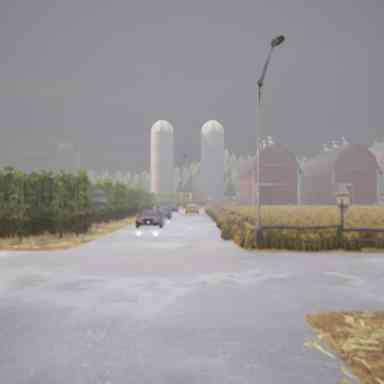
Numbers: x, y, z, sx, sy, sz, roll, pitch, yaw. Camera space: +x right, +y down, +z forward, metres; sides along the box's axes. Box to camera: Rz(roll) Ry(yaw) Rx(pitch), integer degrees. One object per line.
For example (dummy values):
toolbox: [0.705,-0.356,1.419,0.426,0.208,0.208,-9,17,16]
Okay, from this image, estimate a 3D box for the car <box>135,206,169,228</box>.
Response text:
car: [-3.185,2.045,26.108,1.994,1.385,4.181,0,-1,0]

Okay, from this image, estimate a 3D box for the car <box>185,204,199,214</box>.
car: [0.020,2.430,48.591,1.882,1.535,5.008,0,-1,0]

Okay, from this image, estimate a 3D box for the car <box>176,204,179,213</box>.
car: [-3.088,2.577,53.127,2.033,1.411,5.357,0,-1,0]

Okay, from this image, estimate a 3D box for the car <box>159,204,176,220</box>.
car: [-3.180,2.207,36.463,2.128,1.511,4.902,0,-1,0]
